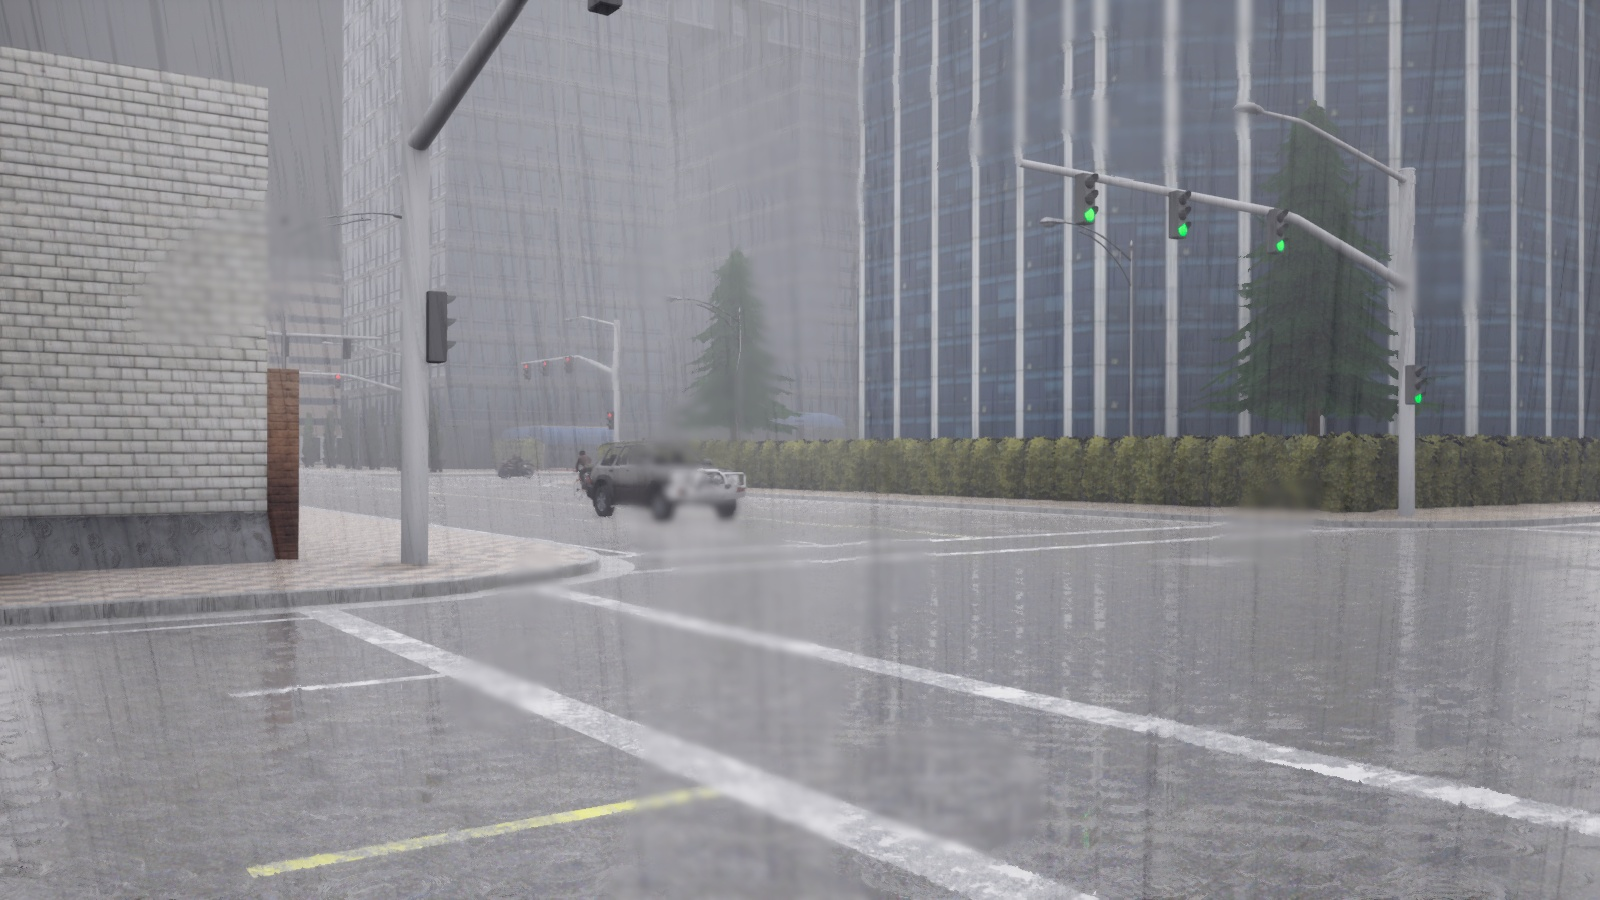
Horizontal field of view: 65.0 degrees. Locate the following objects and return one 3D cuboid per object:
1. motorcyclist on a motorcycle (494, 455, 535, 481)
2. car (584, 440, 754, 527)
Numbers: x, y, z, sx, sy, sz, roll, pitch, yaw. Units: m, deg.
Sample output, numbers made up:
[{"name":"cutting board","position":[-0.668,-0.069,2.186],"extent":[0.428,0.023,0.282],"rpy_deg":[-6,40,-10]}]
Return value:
[{"name":"motorcyclist on a motorcycle","position":[-16.715,1.050,73.474],"extent":[2.191,1.530,0.866],"rpy_deg":[0,0,-39]},{"name":"car","position":[-3.137,0.692,29.150],"extent":[1.932,1.855,4.605],"rpy_deg":[0,0,-35]}]
